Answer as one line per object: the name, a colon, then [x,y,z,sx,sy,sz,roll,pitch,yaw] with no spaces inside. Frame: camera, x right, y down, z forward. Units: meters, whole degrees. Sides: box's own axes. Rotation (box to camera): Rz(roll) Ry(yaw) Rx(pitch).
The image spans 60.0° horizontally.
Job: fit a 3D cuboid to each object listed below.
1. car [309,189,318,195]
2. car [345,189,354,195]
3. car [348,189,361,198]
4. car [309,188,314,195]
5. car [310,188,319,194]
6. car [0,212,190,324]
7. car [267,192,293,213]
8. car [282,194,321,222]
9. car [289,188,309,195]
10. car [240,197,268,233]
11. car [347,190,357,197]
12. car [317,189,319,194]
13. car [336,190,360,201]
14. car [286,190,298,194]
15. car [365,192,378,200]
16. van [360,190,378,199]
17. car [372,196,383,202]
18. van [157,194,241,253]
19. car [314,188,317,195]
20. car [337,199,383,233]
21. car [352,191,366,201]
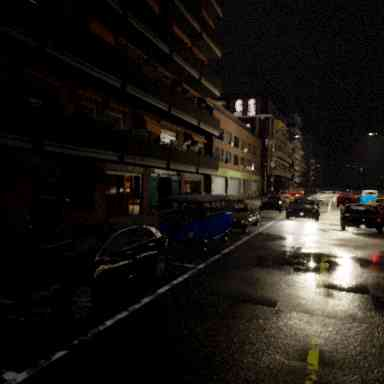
car: [30.593,-0.107,83.673,1.947,1.339,4.313,3,2,23]
car: [40.478,0.048,85.545,2.008,1.369,4.403,3,2,23]
car: [31.813,0.314,65.022,1.967,1.590,4.097,3,2,23]
car: [19.757,0.344,58.022,1.887,1.381,4.507,3,2,23]
car: [32.765,-0.327,88.798,1.967,1.590,4.097,3,2,23]
car: [-1.916,1.305,6.724,2.008,1.369,4.403,3,2,23]
car: [6.753,0.921,27.242,2.008,1.369,4.403,3,2,23]
car: [7.383,1.099,21.853,1.994,1.385,4.181,2,2,23]
car: [13.264,0.399,42.625,2.192,1.841,5.009,3,2,23]
car: [2.354,1.091,16.827,1.752,1.417,4.829,3,2,23]
car: [36.143,0.230,75.285,1.887,1.381,4.507,3,2,23]
car: [28.426,-0.034,78.542,1.887,1.381,4.507,3,2,23]
car: [16.670,0.826,35.898,1.882,1.535,5.008,2,2,23]
car: [8.855,0.803,32.216,1.752,1.417,4.829,3,2,23]
car: [16.704,1.061,29.272,1.752,1.417,4.829,3,2,23]
van: [20.980,0.689,39.370,1.690,1.788,3.998,3,2,23]
car: [14.469,1.216,23.987,1.802,1.307,4.206,3,2,23]
van: [0.259,1.000,11.847,1.690,1.788,3.998,3,2,23]
car: [24.090,0.192,68.284,1.802,1.307,4.206,3,2,23]
car: [8.906,1.290,17.633,1.895,1.301,4.718,2,2,23]
car: [27.541,0.585,54.921,1.752,1.417,4.829,3,2,23]
